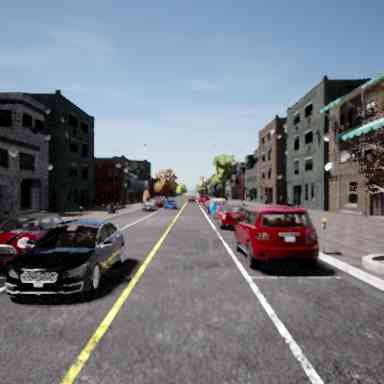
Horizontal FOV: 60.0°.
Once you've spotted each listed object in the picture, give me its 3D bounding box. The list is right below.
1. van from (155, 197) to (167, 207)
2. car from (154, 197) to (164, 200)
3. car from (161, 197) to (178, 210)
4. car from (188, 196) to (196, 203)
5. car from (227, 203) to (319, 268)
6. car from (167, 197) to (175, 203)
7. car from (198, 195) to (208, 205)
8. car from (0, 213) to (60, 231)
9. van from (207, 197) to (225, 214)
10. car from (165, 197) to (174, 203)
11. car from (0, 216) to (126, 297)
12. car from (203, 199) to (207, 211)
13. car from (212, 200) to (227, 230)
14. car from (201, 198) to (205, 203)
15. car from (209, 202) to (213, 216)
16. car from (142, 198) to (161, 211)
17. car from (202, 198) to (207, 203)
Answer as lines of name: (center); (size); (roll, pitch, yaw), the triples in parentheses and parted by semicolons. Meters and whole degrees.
van: (-5.695, 1.768, 61.438); (1.690, 1.788, 3.998); (-1, 0, 0)
car: (-5.695, 1.704, 55.890); (2.192, 1.841, 5.009); (-1, 0, 0)
car: (-3.067, 1.866, 49.037); (1.812, 1.442, 4.674); (0, -1, 0)
car: (-0.001, 1.867, 87.855); (2.097, 1.767, 4.553); (0, 0, 0)
car: (2.685, 1.396, 11.506); (2.192, 1.841, 5.009); (-1, 0, 0)
car: (-5.693, 2.161, 89.178); (1.887, 1.381, 4.507); (-1, 0, 0)
car: (2.393, 1.700, 68.299); (2.150, 2.045, 5.566); (0, 0, 0)
car: (-5.694, 1.522, 11.503); (1.967, 1.590, 4.097); (-1, 0, 0)
van: (2.685, 1.575, 33.699); (1.690, 1.788, 3.998); (-1, 0, 0)
car: (-5.694, 2.018, 83.631); (1.967, 1.590, 4.097); (-1, 0, 0)
car: (-3.088, 1.564, 9.112); (1.837, 1.490, 4.892); (0, 1, 0)
car: (2.688, 1.817, 39.246); (1.887, 1.381, 4.507); (-1, 0, 0)
car: (2.686, 1.598, 22.602); (1.967, 1.590, 4.097); (-1, 0, 0)
car: (2.688, 1.931, 50.342); (1.802, 1.307, 4.206); (-1, 0, 0)
car: (2.688, 1.778, 28.149); (1.802, 1.307, 4.206); (-1, 0, 0)
car: (-5.693, 1.863, 44.792); (2.008, 1.369, 4.403); (-1, 0, 0)
car: (2.688, 1.893, 44.794); (1.802, 1.307, 4.206); (-1, 0, 0)
